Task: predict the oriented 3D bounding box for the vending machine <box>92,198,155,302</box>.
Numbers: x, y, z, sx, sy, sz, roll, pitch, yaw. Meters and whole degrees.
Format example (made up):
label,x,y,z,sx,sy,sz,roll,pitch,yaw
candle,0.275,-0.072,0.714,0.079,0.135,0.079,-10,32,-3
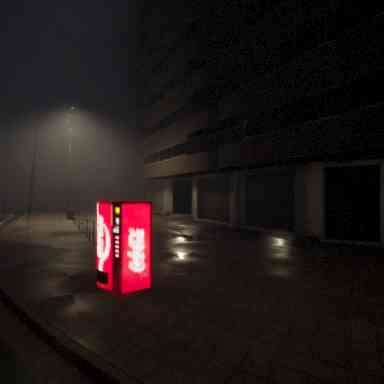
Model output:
label,x,y,z,sx,sy,sz,roll,pitch,yaw
vending machine,-1.535,1.195,7.476,1.100,2.100,0.880,0,0,-41
